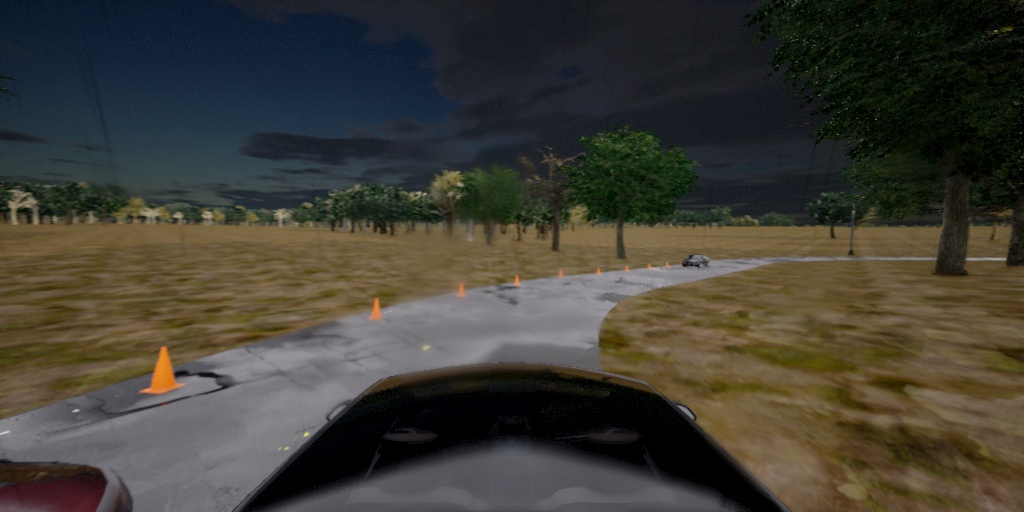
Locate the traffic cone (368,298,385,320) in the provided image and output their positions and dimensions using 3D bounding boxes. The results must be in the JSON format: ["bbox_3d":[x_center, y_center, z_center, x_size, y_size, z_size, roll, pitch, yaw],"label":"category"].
[{"bbox_3d":[-3.903,1.494,10.315,0.340,0.580,0.340,0,0,14],"label":"traffic cone"}]

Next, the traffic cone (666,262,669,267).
[{"bbox_3d":[17.089,0.933,39.410,0.340,0.580,0.340,0,0,43],"label":"traffic cone"}]

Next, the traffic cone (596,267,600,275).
[{"bbox_3d":[6.856,1.196,28.444,0.340,0.580,0.340,0,0,43],"label":"traffic cone"}]

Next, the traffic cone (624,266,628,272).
[{"bbox_3d":[10.267,1.115,32.099,0.340,0.580,0.340,0,0,43],"label":"traffic cone"}]

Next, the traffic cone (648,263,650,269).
[{"bbox_3d":[13.678,1.024,35.755,0.340,0.580,0.340,0,0,43],"label":"traffic cone"}]

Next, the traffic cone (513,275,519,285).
[{"bbox_3d":[0.269,1.341,20.224,0.340,0.580,0.340,0,0,31],"label":"traffic cone"}]

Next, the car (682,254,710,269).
[{"bbox_3d":[20.324,0.570,39.526,1.837,1.490,4.892,4,4,43],"label":"car"}]

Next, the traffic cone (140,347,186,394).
[{"bbox_3d":[-4.870,1.562,5.011,0.340,0.580,0.340,0,0,6],"label":"traffic cone"}]

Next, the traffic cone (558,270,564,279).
[{"bbox_3d":[3.385,1.267,24.620,0.340,0.580,0.340,0,0,39],"label":"traffic cone"}]

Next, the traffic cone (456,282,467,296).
[{"bbox_3d":[-2.177,1.418,15.423,0.340,0.580,0.340,0,0,23],"label":"traffic cone"}]
